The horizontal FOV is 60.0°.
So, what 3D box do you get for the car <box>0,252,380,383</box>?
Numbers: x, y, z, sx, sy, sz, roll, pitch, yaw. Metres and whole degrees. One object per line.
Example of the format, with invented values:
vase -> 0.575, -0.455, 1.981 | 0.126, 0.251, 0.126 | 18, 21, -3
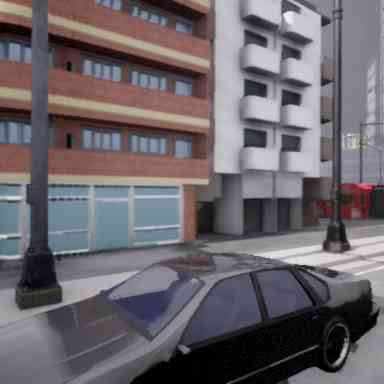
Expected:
car -> 0.227, 1.548, 4.138 | 5.357, 1.411, 2.033 | 0, 0, -35
